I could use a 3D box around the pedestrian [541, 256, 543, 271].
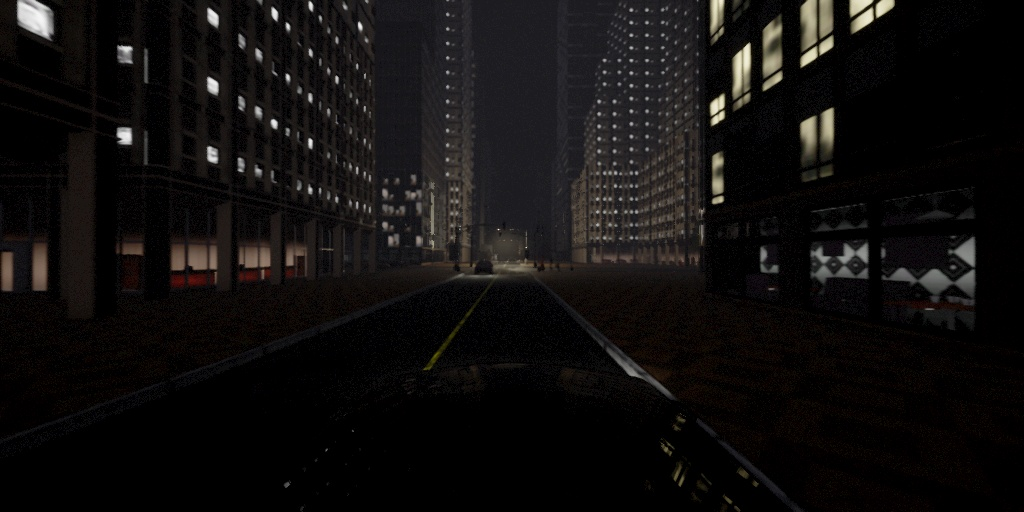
[{"bbox_3d":[3.627,0.883,43.882,0.375,1.860,0.375,0,0,0],"label":"pedestrian"}]

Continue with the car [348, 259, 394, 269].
[{"bbox_3d":[-18.908,1.158,48.308,4.829,1.417,1.751,0,0,-1],"label":"car"}]

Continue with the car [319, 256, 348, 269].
[{"bbox_3d":[-24.757,0.914,48.241,5.009,1.841,2.192,0,0,-1],"label":"car"}]

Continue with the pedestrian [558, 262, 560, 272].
[{"bbox_3d":[5.627,1.252,43.281,0.375,1.300,0.375,0,0,0],"label":"pedestrian"}]

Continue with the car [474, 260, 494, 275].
[{"bbox_3d":[-3.031,1.223,39.566,1.882,1.535,5.008,0,0,0],"label":"car"}]

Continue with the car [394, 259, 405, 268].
[{"bbox_3d":[-19.221,1.103,56.944,4.097,1.591,1.967,0,0,-1],"label":"car"}]

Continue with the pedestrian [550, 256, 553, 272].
[{"bbox_3d":[4.627,0.915,42.682,0.375,1.860,0.375,0,0,0],"label":"pedestrian"}]
